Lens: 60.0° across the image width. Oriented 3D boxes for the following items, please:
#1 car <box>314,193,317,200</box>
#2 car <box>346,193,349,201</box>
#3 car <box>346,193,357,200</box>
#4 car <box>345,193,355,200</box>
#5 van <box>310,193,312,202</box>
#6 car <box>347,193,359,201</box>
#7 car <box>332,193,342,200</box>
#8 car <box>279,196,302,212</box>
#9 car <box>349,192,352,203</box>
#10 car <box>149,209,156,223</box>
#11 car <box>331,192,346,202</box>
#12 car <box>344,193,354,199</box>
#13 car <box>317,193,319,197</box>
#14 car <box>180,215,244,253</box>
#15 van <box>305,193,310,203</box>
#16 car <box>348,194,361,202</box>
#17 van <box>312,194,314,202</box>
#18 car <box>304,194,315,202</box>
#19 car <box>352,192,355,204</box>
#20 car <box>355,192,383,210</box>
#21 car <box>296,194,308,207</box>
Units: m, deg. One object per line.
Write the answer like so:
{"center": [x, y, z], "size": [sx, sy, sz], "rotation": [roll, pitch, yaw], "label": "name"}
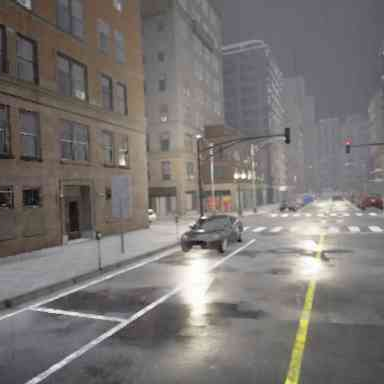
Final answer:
{"center": [24.370, 1.166, 70.056], "size": [2.192, 1.841, 5.009], "rotation": [-3, -1, 23], "label": "car"}
{"center": [27.904, 0.869, 56.453], "size": [2.192, 1.841, 5.009], "rotation": [-3, -1, 23], "label": "car"}
{"center": [34.407, 1.037, 71.899], "size": [1.947, 1.339, 4.313], "rotation": [-3, -1, 23], "label": "car"}
{"center": [36.571, 1.009, 77.049], "size": [1.947, 1.339, 4.313], "rotation": [-3, -1, 23], "label": "car"}
{"center": [20.047, 1.246, 59.755], "size": [1.690, 1.788, 3.998], "rotation": [-3, -1, 23], "label": "van"}
{"center": [32.307, 1.024, 66.907], "size": [1.752, 1.417, 4.829], "rotation": [-3, -1, 23], "label": "car"}
{"center": [32.060, 0.999, 73.703], "size": [2.033, 1.411, 5.357], "rotation": [-3, -1, 23], "label": "car"}
{"center": [11.408, 1.571, 39.150], "size": [1.947, 1.339, 4.313], "rotation": [-3, -1, 23], "label": "car"}
{"center": [25.816, 1.104, 51.457], "size": [1.752, 1.417, 4.829], "rotation": [-3, -1, 23], "label": "car"}
{"center": [-6.060, 1.983, 30.143], "size": [5.566, 2.045, 2.150], "rotation": [-3, 0, 22], "label": "car"}
{"center": [28.029, 1.129, 64.093], "size": [1.837, 1.490, 4.892], "rotation": [-3, -1, 23], "label": "car"}
{"center": [38.734, 0.966, 82.198], "size": [2.008, 1.369, 4.403], "rotation": [-3, -1, 23], "label": "car"}
{"center": [30.863, 1.207, 85.504], "size": [1.967, 1.590, 4.097], "rotation": [-3, -1, 23], "label": "car"}
{"center": [1.005, 1.688, 14.372], "size": [1.947, 1.339, 4.313], "rotation": [-3, -1, 23], "label": "car"}
{"center": [17.884, 1.272, 54.604], "size": [1.690, 1.788, 3.998], "rotation": [-3, -1, 23], "label": "van"}
{"center": [30.081, 1.108, 61.599], "size": [1.802, 1.307, 4.206], "rotation": [-3, -1, 23], "label": "car"}
{"center": [22.209, 1.219, 64.905], "size": [1.690, 1.788, 3.998], "rotation": [-3, -1, 23], "label": "van"}
{"center": [26.539, 1.263, 75.204], "size": [1.967, 1.590, 4.097], "rotation": [-3, -1, 23], "label": "car"}
{"center": [21.413, 0.945, 41.005], "size": [2.192, 1.841, 5.009], "rotation": [-3, -1, 23], "label": "car"}
{"center": [19.249, 0.970, 35.854], "size": [2.192, 1.841, 5.009], "rotation": [-3, -1, 23], "label": "car"}
{"center": [15.665, 1.482, 49.295], "size": [1.752, 1.417, 4.829], "rotation": [-3, -1, 23], "label": "car"}
